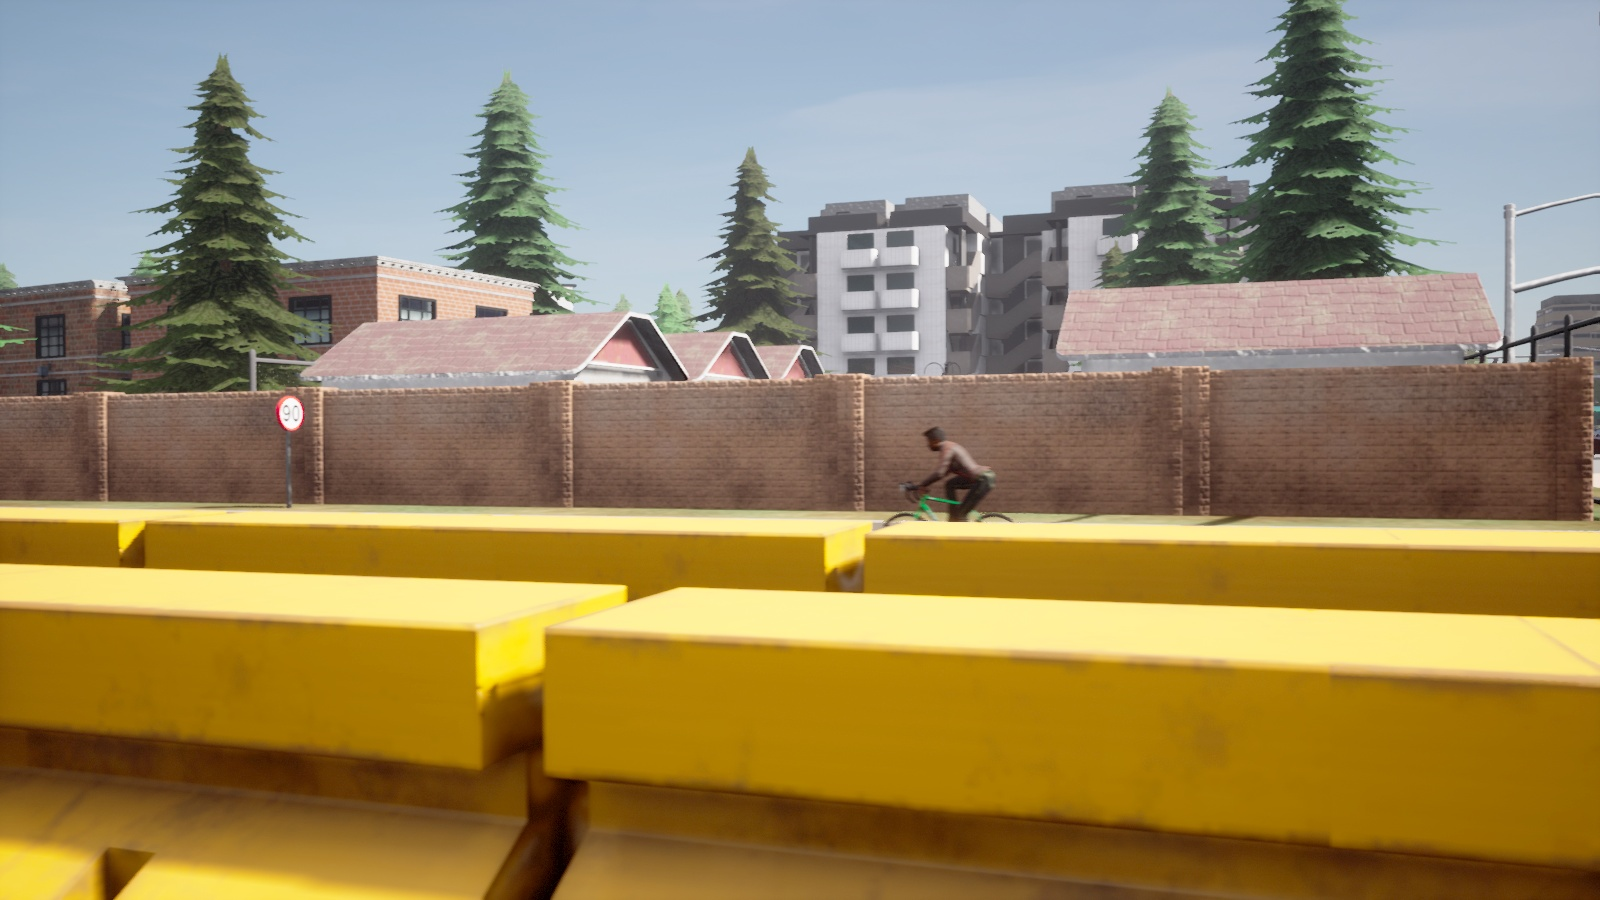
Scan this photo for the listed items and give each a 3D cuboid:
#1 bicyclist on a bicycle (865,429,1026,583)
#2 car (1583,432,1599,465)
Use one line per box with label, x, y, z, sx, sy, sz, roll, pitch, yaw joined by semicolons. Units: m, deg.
bicyclist on a bicycle;1.594;0.582;13.733;1.656;1.620;0.582;0;1;19
car;38.335;-0.075;58.770;1.882;1.535;5.008;0;1;20
